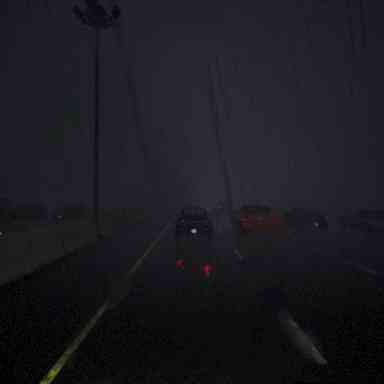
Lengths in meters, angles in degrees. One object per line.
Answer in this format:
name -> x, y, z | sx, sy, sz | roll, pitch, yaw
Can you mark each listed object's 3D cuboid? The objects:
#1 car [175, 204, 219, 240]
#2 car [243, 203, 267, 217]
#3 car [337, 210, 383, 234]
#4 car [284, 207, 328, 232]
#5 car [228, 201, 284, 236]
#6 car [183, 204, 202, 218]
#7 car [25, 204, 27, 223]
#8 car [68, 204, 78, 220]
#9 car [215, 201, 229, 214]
car -> 0.097, 1.627, 17.899 | 2.128, 1.511, 4.902 | 0, -1, 0
car -> 7.092, 1.986, 37.801 | 1.994, 1.385, 4.181 | 0, -1, 0
car -> 10.597, 1.759, 20.098 | 1.895, 1.301, 4.718 | 0, -1, 0
car -> 7.096, 1.694, 21.287 | 1.812, 1.442, 4.674 | 0, -1, 0
car -> 3.597, 1.504, 19.604 | 2.097, 1.767, 4.553 | 0, -1, 0
car -> 0.094, 1.974, 35.380 | 1.895, 1.301, 4.718 | 0, -1, 0
car -> -14.104, 1.732, 28.485 | 1.882, 1.535, 5.008 | 0, -1, 0
car -> -10.603, 1.755, 29.062 | 2.128, 1.511, 4.902 | 0, -1, 0
car -> 3.594, 1.754, 36.839 | 2.097, 1.767, 4.553 | 0, -1, 0
